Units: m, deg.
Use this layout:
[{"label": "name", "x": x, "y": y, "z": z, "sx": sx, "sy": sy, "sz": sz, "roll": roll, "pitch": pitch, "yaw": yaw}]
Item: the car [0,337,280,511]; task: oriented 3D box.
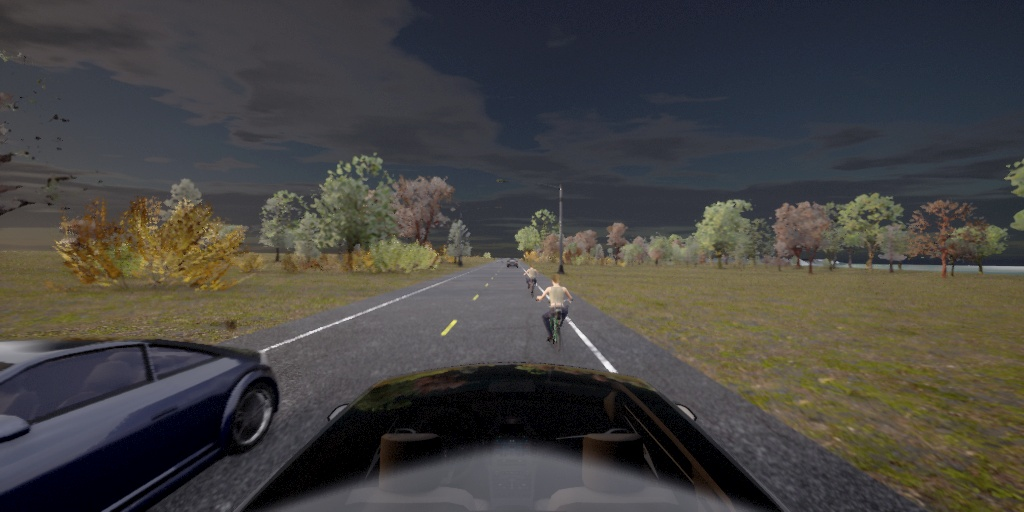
[{"label": "car", "x": -3.599, "y": 1.314, "z": 2.309, "sx": 1.994, "sy": 1.385, "sz": 4.181, "roll": 0, "pitch": 0, "yaw": 0}]

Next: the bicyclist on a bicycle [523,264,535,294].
[{"label": "bicyclist on a bicycle", "x": 0.982, "y": 1.190, "z": 17.976, "sx": 0.866, "sy": 1.612, "sz": 1.509, "roll": 0, "pitch": 0, "yaw": 0}]

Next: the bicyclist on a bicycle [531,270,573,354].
[{"label": "bicyclist on a bicycle", "x": 0.945, "y": 1.188, "z": 7.798, "sx": 0.866, "sy": 1.612, "sz": 1.509, "roll": 0, "pitch": 0, "yaw": 0}]

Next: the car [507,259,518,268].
[{"label": "car", "x": 0.113, "y": 1.286, "z": 63.248, "sx": 1.812, "sy": 1.442, "sz": 4.674, "roll": 0, "pitch": 0, "yaw": 1}]
